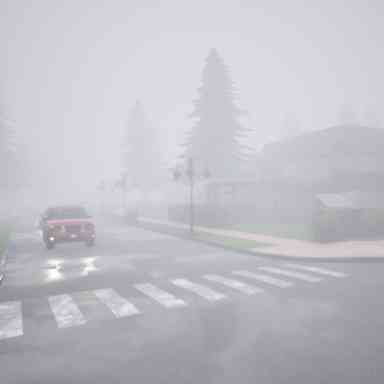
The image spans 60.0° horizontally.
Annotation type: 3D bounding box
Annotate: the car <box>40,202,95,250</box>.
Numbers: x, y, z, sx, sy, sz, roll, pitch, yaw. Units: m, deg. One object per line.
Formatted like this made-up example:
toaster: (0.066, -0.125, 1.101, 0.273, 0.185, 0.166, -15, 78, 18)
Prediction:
car: (-6.728, 1.747, 17.874, 2.150, 2.045, 5.566, 0, -1, -27)

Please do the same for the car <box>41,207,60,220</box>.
car: (-17.325, 2.607, 40.860, 1.895, 1.301, 4.718, 0, -1, -19)

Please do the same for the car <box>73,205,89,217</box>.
car: (-15.303, 2.628, 46.157, 1.994, 1.385, 4.181, 0, -1, -17)
